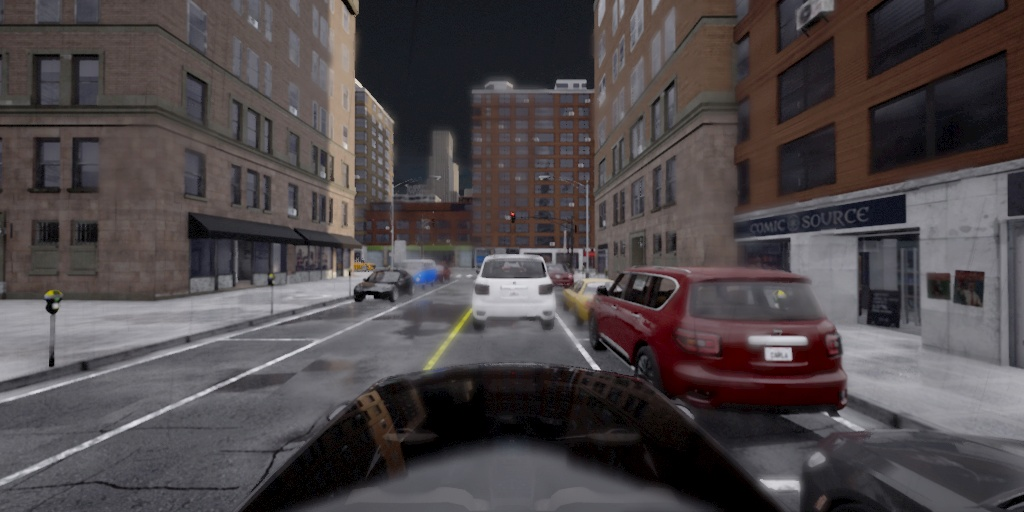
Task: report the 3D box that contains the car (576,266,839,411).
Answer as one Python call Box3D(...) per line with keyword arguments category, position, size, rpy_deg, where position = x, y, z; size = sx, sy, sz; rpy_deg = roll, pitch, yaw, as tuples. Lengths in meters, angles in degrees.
Box3D(category="car", position=(2.667, 1.068, 5.986), size=(2.192, 1.841, 5.009), rpy_deg=(0, 0, 0))

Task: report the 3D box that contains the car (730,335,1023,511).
Box3D(category="car", position=(2.670, 1.300, 0.504), size=(2.007, 1.370, 4.403), rpy_deg=(0, 0, 0))

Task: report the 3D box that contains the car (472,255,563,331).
Box3D(category="car", position=(0.028, 0.981, 11.182), size=(2.150, 2.045, 5.566), rpy_deg=(0, 0, -1))

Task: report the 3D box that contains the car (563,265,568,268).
Box3D(category="car", position=(2.656, 1.216, 22.434), size=(1.967, 1.591, 4.097), rpy_deg=(0, 0, 0))

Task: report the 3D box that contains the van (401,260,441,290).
Box3D(category="van", position=(-5.870, 1.117, 22.430), size=(1.690, 1.789, 3.998), rpy_deg=(0, 0, 0))

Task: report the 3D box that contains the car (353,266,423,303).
Box3D(category="car", position=(-5.866, 1.334, 16.948), size=(1.948, 1.339, 4.313), rpy_deg=(0, 0, 0))

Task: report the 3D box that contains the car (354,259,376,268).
Box3D(category="car", position=(-19.279, 1.134, 44.071), size=(5.008, 1.535, 1.882), rpy_deg=(0, -1, 0))

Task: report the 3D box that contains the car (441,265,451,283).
Box3D(category="car", position=(-5.873, 1.330, 27.912), size=(1.888, 1.381, 4.507), rpy_deg=(0, 0, 0))

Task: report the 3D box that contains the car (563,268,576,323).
Box3D(category="car", position=(2.663, 1.285, 11.639), size=(1.751, 1.417, 4.829), rpy_deg=(0, 0, 0))
